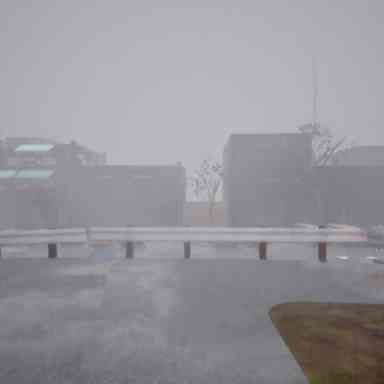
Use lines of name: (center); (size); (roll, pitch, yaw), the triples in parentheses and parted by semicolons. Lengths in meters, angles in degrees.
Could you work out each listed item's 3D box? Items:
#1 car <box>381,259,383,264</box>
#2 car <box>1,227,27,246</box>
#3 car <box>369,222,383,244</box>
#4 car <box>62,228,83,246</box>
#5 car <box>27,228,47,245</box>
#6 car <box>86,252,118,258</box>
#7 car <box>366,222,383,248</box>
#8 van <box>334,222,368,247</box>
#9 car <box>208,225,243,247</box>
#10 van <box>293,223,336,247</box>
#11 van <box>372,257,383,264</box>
car: (8.523, 1.735, 9.352); (5.008, 1.535, 1.882); (4, 0, 6)
car: (-17.935, 4.404, 33.725); (2.097, 1.535, 5.008); (0, 0, -18)
car: (20.535, 4.160, 32.489); (2.435, 2.045, 5.566); (0, 0, -18)
car: (-12.008, 4.406, 33.541); (2.097, 1.535, 5.008); (0, 0, -18)
car: (-15.034, 4.402, 33.807); (1.946, 1.575, 5.366); (0, 0, -18)
car: (-4.344, 4.386, 16.313); (2.435, 2.045, 5.566); (0, 2, -18)
car: (17.577, 4.160, 32.584); (2.435, 2.045, 5.566); (0, 0, -18)
van: (14.565, 4.186, 32.811); (1.878, 1.987, 4.442); (0, 0, -18)
car: (2.767, 4.285, 33.104); (2.185, 1.767, 4.553); (0, 0, -18)
van: (11.608, 4.186, 32.905); (1.878, 1.987, 4.442); (0, 0, -18)
van: (10.789, 4.417, 15.755); (1.878, 1.987, 4.442); (0, 2, -18)
